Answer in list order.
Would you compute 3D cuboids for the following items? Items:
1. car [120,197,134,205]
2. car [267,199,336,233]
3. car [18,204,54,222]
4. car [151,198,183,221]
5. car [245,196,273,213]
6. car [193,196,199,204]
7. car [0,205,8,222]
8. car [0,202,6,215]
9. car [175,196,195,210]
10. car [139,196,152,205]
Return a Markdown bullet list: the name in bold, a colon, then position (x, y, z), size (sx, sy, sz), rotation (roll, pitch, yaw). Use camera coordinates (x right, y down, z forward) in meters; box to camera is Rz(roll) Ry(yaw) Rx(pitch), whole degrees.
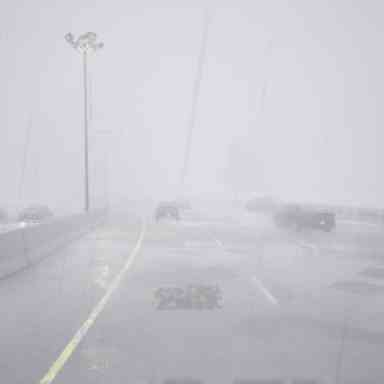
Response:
- **car**: position (-12.505, 1.662, 63.990), size (2.128, 1.511, 4.902), rotation (-1, 0, -23)
- **car**: position (6.200, 1.384, 19.034), size (1.882, 1.535, 5.008), rotation (0, 0, -7)
- **car**: position (-13.092, 1.750, 28.075), size (1.994, 1.385, 4.181), rotation (-1, 0, -10)
- **car**: position (-2.224, 1.532, 28.064), size (1.837, 1.490, 4.892), rotation (0, 0, -10)
- **car**: position (7.225, 1.242, 34.974), size (2.097, 1.767, 4.553), rotation (-1, 0, -12)
- **car**: position (-0.020, 1.480, 64.793), size (2.128, 1.511, 4.902), rotation (-1, 0, -13)
- **car**: position (-16.265, 1.779, 26.098), size (2.033, 1.411, 5.357), rotation (-1, 0, -9)
- **car**: position (-21.746, 1.835, 35.689), size (1.812, 1.442, 4.674), rotation (-1, 0, -13)
- **car**: position (-1.436, 1.539, 41.558), size (1.812, 1.442, 4.674), rotation (-1, 0, -14)
- **car**: position (-8.852, 1.595, 64.357), size (1.882, 1.535, 5.008), rotation (0, 0, -23)
